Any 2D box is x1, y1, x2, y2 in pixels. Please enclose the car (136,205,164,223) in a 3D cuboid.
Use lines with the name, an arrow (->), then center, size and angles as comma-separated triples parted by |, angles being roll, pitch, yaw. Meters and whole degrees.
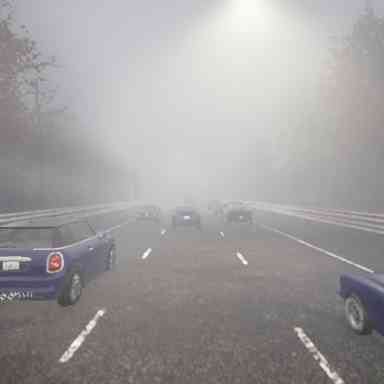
car -> -3.447, 1.779, 27.592 | 2.033, 1.411, 5.357 | 0, 0, 0

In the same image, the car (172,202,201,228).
car -> -0.382, 1.706, 23.921 | 2.163, 1.488, 4.792 | 0, 0, -1

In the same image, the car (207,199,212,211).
car -> 3.238, 1.830, 47.980 | 2.033, 1.649, 4.856 | 0, 0, -1

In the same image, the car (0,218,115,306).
car -> -3.389, 1.423, 8.381 | 2.097, 1.767, 4.553 | 0, 0, 0

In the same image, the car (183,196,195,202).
car -> -0.529, 1.766, 66.446 | 2.150, 2.045, 5.566 | 0, 0, -1

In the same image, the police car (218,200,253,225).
police car -> 3.467, 1.645, 26.017 | 1.930, 1.638, 5.238 | 0, 0, 0

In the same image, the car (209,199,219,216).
car -> 3.375, 1.857, 36.943 | 2.033, 1.411, 5.357 | 0, 0, -1

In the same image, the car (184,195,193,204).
car -> -0.979, 1.883, 81.724 | 2.150, 2.045, 5.566 | 0, 0, -2

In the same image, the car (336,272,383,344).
car -> 3.510, 1.635, 3.862 | 1.895, 1.301, 4.718 | 0, 0, 0
